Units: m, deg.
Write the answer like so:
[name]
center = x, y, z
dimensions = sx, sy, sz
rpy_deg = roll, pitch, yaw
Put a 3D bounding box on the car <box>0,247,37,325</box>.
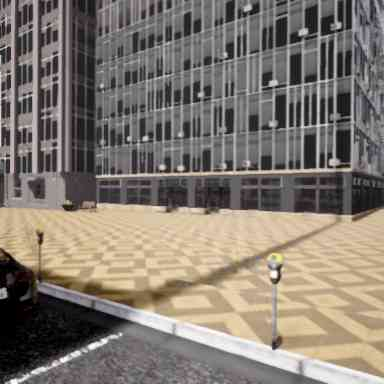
[car]
center = -4.593, 1.566, 6.145
dimensions = 4.313, 1.339, 1.947
rpy_deg = 0, 1, 36
